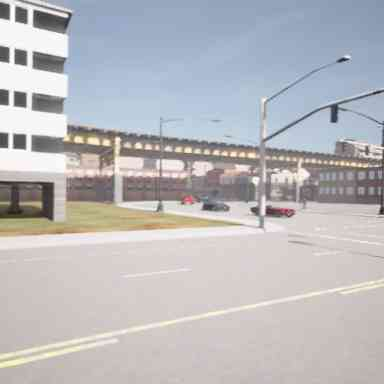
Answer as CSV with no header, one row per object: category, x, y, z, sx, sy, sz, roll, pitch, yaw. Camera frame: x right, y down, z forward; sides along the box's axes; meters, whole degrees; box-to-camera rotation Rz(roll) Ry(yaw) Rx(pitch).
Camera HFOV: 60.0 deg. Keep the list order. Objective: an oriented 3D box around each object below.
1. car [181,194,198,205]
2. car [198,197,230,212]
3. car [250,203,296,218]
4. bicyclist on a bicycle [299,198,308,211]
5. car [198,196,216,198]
car,-0.754,1.425,64.750,2.150,2.045,5.566,1,0,7
car,2.976,1.739,41.796,1.994,1.385,4.181,1,0,-30
car,7.997,1.811,33.096,1.895,1.301,4.718,1,0,-30
bicyclist on a bicycle,14.590,1.633,43.600,1.656,1.620,0.582,1,0,-30
car,2.992,1.810,74.805,2.128,1.511,4.902,1,0,36
